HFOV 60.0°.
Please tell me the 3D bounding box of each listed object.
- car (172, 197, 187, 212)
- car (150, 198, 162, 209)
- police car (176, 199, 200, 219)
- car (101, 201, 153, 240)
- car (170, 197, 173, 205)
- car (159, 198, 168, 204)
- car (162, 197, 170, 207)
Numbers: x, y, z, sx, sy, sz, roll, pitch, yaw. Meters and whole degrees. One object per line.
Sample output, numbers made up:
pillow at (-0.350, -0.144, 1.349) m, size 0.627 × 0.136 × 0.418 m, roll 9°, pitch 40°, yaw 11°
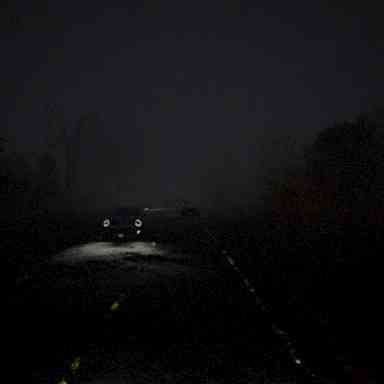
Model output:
car at (-1.091, 1.806, 42.890) m, size 2.097 × 1.767 × 4.553 m, roll 0°, pitch -1°, yaw -5°
car at (-6.750, 2.135, 58.483) m, size 1.837 × 1.490 × 4.892 m, roll 0°, pitch -1°, yaw -6°
police car at (-0.300, 1.774, 33.013) m, size 1.930 × 1.638 × 5.238 m, roll 0°, pitch -1°, yaw -4°
car at (-3.532, 1.547, 18.352) m, size 2.097 × 1.767 × 4.553 m, roll 0°, pitch -1°, yaw -3°
car at (-1.675, 1.745, 48.953) m, size 2.150 × 2.045 × 5.566 m, roll 0°, pitch -1°, yaw -6°
car at (-7.268, 2.217, 83.387) m, size 1.837 × 1.490 × 4.892 m, roll 0°, pitch -1°, yaw -10°
car at (-4.701, 1.941, 66.921) m, size 2.150 × 2.045 × 5.566 m, roll 0°, pitch -1°, yaw -8°
